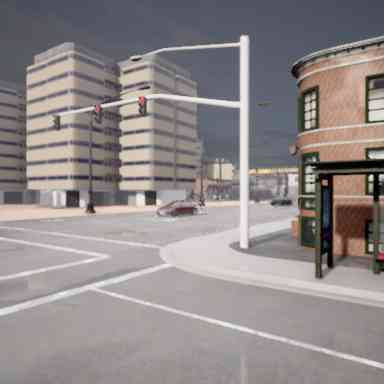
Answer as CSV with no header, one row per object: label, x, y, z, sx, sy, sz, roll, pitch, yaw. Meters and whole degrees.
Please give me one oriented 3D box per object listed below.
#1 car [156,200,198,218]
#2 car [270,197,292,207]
car,-1.242,1.512,30.244,1.812,1.442,4.674,0,0,35
car,13.973,1.490,51.807,2.033,1.411,5.357,0,0,35
